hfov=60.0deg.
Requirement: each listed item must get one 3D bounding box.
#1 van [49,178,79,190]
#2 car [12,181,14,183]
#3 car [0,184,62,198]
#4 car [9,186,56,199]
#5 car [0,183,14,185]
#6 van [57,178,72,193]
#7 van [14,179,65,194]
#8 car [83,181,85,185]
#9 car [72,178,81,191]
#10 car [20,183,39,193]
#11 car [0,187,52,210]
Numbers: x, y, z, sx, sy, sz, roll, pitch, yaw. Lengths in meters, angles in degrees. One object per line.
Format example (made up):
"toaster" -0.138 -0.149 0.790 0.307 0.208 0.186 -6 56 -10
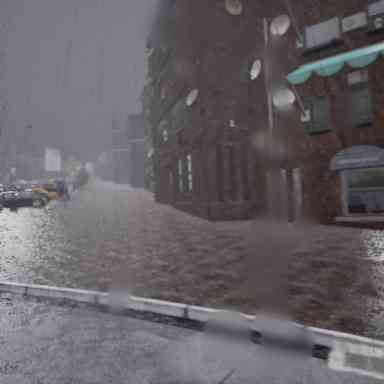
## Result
"van" -22.609 -1.427 58.789 4.442 1.987 1.878 -3 4 -34
"car" -29.363 -0.489 51.344 1.882 1.535 5.008 -3 4 -14
"car" -16.997 0.311 35.027 5.366 1.575 1.946 -3 5 -34
"car" -16.110 0.532 32.184 4.674 1.452 2.002 -3 5 -34
"car" -23.401 0.055 41.219 1.882 1.535 5.008 -3 4 -14
"van" -19.870 -0.665 46.850 4.442 1.987 1.878 -3 5 -34
"van" -17.484 -0.114 38.134 4.442 1.987 1.878 -3 4 -34
"car" -24.742 -1.771 67.697 5.366 1.575 1.946 -3 4 -34
"car" -21.218 -1.073 52.837 5.566 2.045 2.435 -3 4 -34
"car" -26.974 -0.752 55.318 1.994 1.385 4.181 -3 4 -13
"car" -15.389 0.681 29.232 4.892 1.521 2.231 -3 4 -34
